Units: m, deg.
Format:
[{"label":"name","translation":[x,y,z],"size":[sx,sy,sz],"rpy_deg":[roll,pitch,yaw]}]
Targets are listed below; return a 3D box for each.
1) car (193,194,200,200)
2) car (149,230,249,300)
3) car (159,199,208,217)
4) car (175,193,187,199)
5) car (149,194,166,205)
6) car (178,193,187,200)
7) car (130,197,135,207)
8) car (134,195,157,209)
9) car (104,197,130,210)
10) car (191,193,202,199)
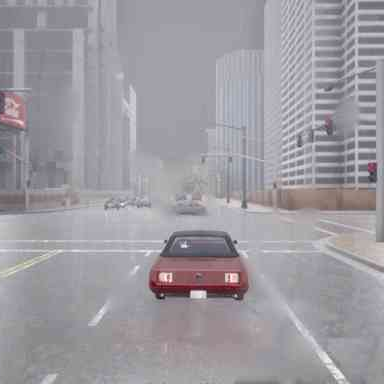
[{"label":"car","translation":[1.181,1.353,84.086],"size":[1.812,1.442,4.674],"rpy_deg":[0,0,1]},{"label":"car","translation":[0.214,1.601,8.344],"size":[1.895,1.301,4.718],"rpy_deg":[0,0,2]},{"label":"car","translation":[-0.604,1.564,30.623],"size":[4.181,1.385,1.994],"rpy_deg":[0,0,1]},{"label":"car","translation":[-2.471,1.216,73.466],"size":[2.150,2.045,5.566],"rpy_deg":[0,0,1]},{"label":"car","translation":[-6.281,1.491,57.102],"size":[2.128,1.511,4.902],"rpy_deg":[0,0,1]},{"label":"car","translation":[-2.319,1.184,84.106],"size":[2.097,1.767,4.553],"rpy_deg":[0,0,1]},{"label":"car","translation":[-9.857,1.491,52.704],"size":[2.128,1.511,4.902],"rpy_deg":[0,0,1]},{"label":"car","translation":[-6.442,1.526,46.712],"size":[1.812,1.442,4.674],"rpy_deg":[0,0,1]},{"label":"car","translation":[-9.995,1.491,43.276],"size":[2.128,1.511,4.902],"rpy_deg":[0,0,1]},{"label":"car","translation":[1.029,1.216,73.416],"size":[2.150,2.045,5.566],"rpy_deg":[0,0,1]}]
